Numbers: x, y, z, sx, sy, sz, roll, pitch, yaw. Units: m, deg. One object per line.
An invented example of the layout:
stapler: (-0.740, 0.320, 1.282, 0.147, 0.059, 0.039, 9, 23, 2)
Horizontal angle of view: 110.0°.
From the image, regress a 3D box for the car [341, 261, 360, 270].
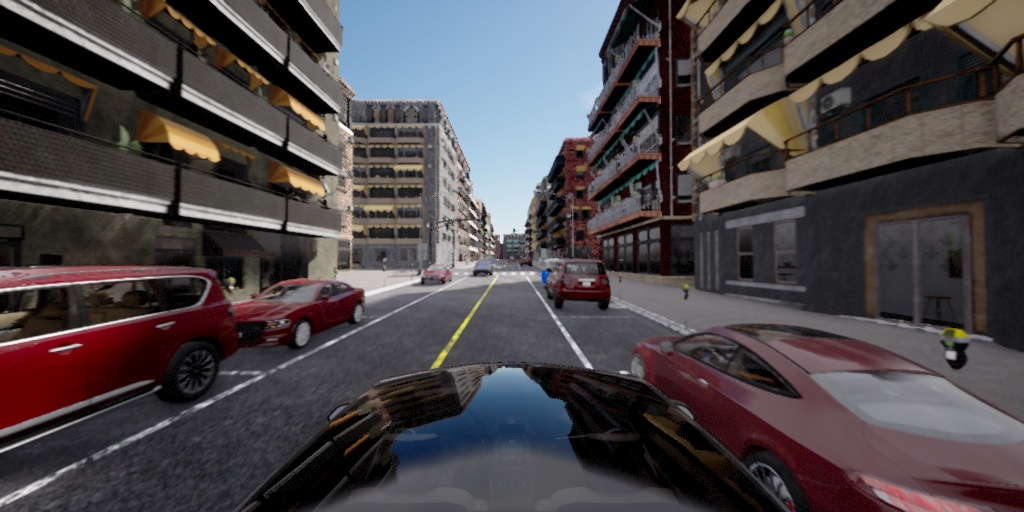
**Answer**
car: (-24.452, 1.340, 51.547, 4.829, 1.417, 1.751, 0, 0, 0)

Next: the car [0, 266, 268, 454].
car: (-5.314, 1.059, 3.623, 2.192, 1.841, 5.009, 0, 0, 0)

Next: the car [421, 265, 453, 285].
car: (-5.319, 1.281, 25.748, 1.802, 1.307, 4.207, 0, 0, 0)

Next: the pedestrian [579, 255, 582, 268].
pedestrian: (7.004, 0.784, 36.901, 0.375, 1.860, 0.375, 1, -1, 0)

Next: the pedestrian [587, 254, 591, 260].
pedestrian: (8.004, 0.704, 37.502, 0.375, 1.860, 0.375, 1, -1, 0)

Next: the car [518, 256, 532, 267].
car: (2.555, 0.958, 63.874, 2.192, 1.841, 5.009, 0, 0, 0)

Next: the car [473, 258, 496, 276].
car: (-2.758, 1.231, 35.722, 2.033, 1.411, 5.357, 0, 0, 0)

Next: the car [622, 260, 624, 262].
car: (13.737, 1.104, 43.583, 4.403, 1.370, 2.007, 0, 0, 0)

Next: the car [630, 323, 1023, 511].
car: (2.534, 1.327, 3.570, 1.802, 1.307, 4.207, 0, 0, 0)

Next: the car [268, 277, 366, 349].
car: (-5.315, 1.275, 9.155, 1.888, 1.381, 4.507, 0, 0, 0)

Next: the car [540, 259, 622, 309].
car: (2.532, 1.033, 14.632, 2.192, 1.841, 5.009, 0, 0, 0)
